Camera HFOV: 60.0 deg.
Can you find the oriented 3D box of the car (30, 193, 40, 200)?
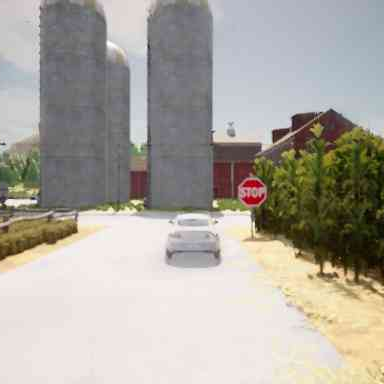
[{"bbox_3d":[-37.268,1.122,81.075,3.866,1.878,1.905,0,0,0],"label":"car"}]

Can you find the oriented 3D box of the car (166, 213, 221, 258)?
[{"bbox_3d":[0.055,1.511,12.617,1.812,1.442,4.674,0,0,0],"label":"car"}]
